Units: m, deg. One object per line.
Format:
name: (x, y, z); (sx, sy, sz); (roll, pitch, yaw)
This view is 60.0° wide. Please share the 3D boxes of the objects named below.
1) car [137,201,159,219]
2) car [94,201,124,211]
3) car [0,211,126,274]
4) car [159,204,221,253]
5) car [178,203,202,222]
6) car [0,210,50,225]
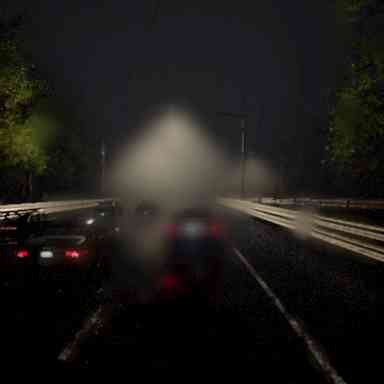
car: (-3.707, 1.529, 29.347); (1.837, 1.490, 4.892); (0, 0, -1)
car: (-7.206, 1.530, 29.254); (1.837, 1.490, 4.892); (0, 0, -1)
car: (-3.493, 1.551, 10.515); (2.033, 1.411, 5.357); (0, 0, 0)
car: (0.002, 1.357, 13.782); (2.097, 1.767, 4.553); (0, 0, 0)
car: (-0.187, 1.620, 27.872); (1.895, 1.301, 4.718); (0, 0, -1)
car: (-6.996, 1.498, 14.069); (2.128, 1.511, 4.902); (0, 0, 0)
